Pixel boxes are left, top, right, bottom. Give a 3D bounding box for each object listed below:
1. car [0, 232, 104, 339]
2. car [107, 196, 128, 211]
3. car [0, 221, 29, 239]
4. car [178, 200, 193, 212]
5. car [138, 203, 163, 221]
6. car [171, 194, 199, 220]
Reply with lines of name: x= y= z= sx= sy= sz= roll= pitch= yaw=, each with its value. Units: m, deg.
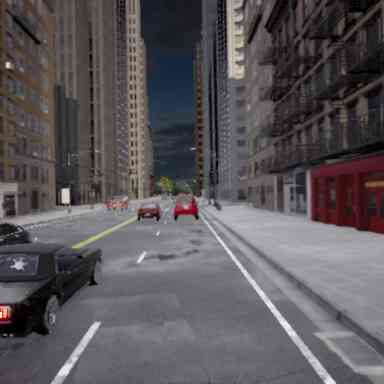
car: x=-3.231 y=1.711 z=6.803 sx=1.895 sy=1.301 sz=4.718 roll=-1 pitch=0 yaw=-1
car: x=-10.755 y=1.546 z=48.467 sx=2.150 sy=2.045 sz=5.566 roll=-1 pitch=0 yaw=-1
car: x=-6.758 y=1.712 z=10.320 sx=1.837 sy=1.490 sz=4.892 roll=-1 pitch=-1 yaw=-1
car: x=-0.859 y=1.817 z=45.083 sx=1.812 sy=1.442 sz=4.674 roll=-1 pitch=0 yaw=0
car: x=-3.746 y=1.743 z=30.217 sx=1.882 sy=1.535 sz=5.008 roll=-1 pitch=0 yaw=-1
car: x=-0.521 y=1.421 z=30.736 sx=2.150 sy=2.045 sz=5.566 roll=-1 pitch=-1 yaw=-1
